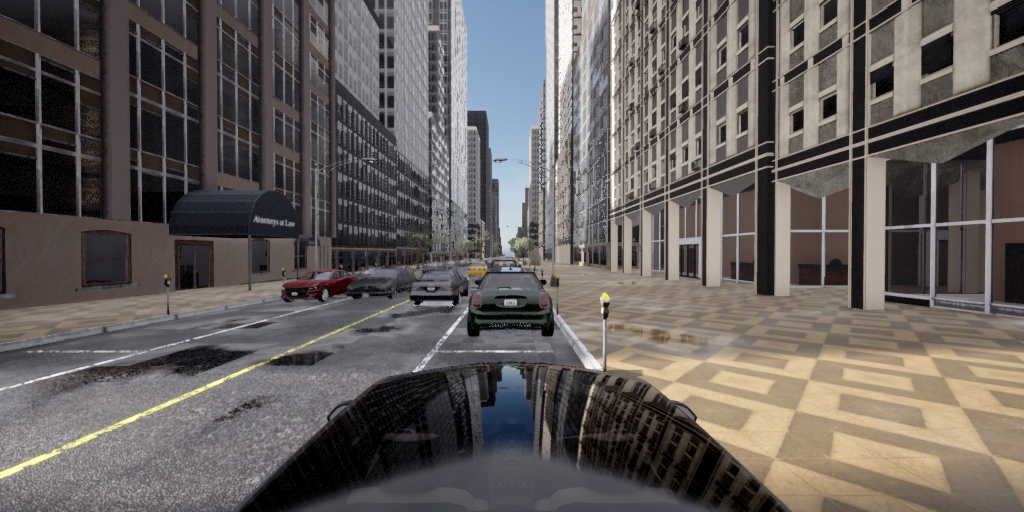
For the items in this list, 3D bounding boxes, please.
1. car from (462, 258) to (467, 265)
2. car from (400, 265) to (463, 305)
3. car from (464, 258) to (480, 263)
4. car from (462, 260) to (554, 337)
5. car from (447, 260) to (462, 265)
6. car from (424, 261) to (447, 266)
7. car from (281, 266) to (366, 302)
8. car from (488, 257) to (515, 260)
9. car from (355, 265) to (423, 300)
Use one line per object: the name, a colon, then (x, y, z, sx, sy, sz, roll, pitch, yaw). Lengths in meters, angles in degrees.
car: (-8.837, 1.319, 62.308, 1.802, 1.307, 4.207, 0, 0, 0)
car: (-3.046, 1.295, 16.014, 2.033, 1.411, 5.357, 0, 0, 0)
car: (-3.143, 1.200, 34.742, 1.801, 1.575, 5.366, 0, 0, 0)
car: (-0.033, 1.101, 10.471, 2.097, 1.767, 4.553, 0, 0, 0)
car: (-8.837, 1.291, 50.940, 2.007, 1.370, 4.403, 0, 0, 0)
car: (-8.837, 1.293, 39.574, 2.007, 1.370, 4.403, 0, 0, 0)
car: (-8.837, 1.292, 16.839, 1.888, 1.381, 4.507, 0, 0, 0)
car: (-0.457, 1.061, 22.523, 2.192, 1.841, 5.009, 0, 0, 0)
car: (-6.247, 1.294, 17.962, 2.033, 1.411, 5.357, 0, 0, 0)
